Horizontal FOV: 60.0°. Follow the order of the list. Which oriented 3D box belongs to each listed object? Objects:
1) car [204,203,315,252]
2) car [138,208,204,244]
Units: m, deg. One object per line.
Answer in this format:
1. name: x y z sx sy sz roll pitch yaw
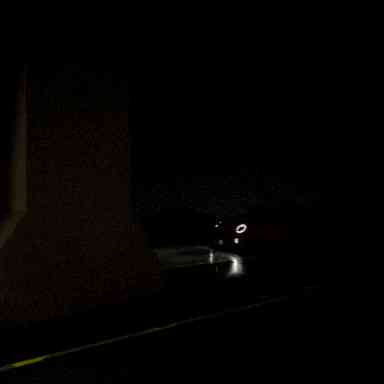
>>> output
1. car: 3.095 1.335 13.743 4.553 1.767 2.097 0 0 -28
2. car: -0.918 1.502 15.495 4.674 1.442 1.812 0 0 -30
